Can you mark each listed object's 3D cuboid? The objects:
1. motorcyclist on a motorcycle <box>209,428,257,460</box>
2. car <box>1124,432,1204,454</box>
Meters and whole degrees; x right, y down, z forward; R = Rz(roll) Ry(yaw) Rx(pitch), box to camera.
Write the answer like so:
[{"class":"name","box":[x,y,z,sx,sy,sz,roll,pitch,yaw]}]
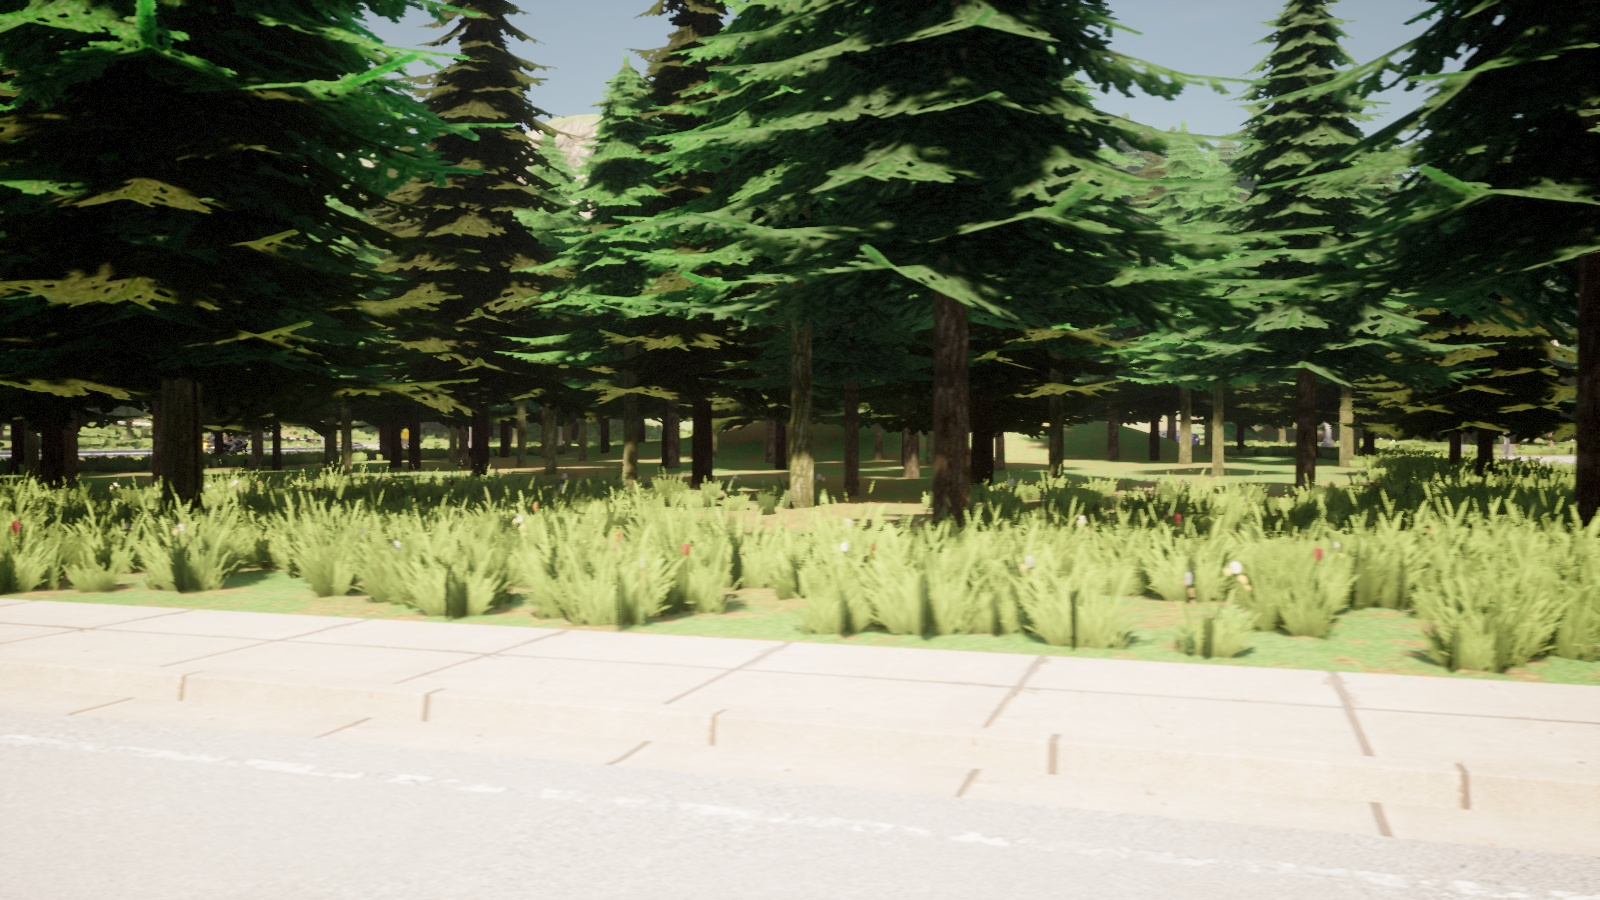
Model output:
[{"class":"motorcyclist on a motorcycle","box":[-27.812,-0.328,61.601,0.866,1.530,2.191,1,1,20]},{"class":"car","box":[24.908,-0.492,86.112,4.792,1.488,2.163,1,1,39]}]
